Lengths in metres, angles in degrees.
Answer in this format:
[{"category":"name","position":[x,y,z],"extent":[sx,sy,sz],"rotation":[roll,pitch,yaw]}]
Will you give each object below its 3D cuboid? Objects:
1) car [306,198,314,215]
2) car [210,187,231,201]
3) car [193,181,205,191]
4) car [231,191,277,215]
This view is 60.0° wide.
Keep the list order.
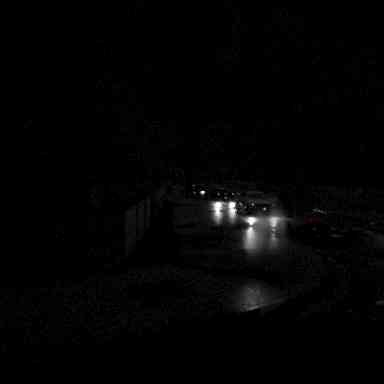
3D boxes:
[{"category":"car","position":[6.853,0.672,23.174],"extent":[2.128,1.511,4.902],"rotation":[1,3,-2]},{"category":"car","position":[3.085,0.179,34.632],"extent":[1.895,1.301,4.718],"rotation":[1,3,-6]},{"category":"car","position":[0.916,-1.105,56.425],"extent":[2.097,1.767,4.553],"rotation":[1,3,-6]},{"category":"car","position":[4.285,0.669,23.013],"extent":[1.812,1.442,4.674],"rotation":[1,3,-6]}]
